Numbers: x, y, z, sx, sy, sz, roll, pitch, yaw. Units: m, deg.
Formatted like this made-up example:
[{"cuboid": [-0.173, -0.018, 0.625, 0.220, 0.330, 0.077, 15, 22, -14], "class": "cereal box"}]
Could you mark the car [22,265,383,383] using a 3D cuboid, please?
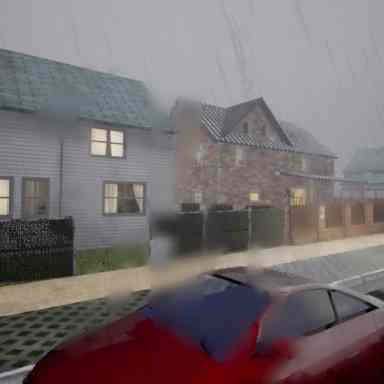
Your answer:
[{"cuboid": [0.535, 1.565, 3.448, 4.181, 1.385, 1.994, 0, 0, -35], "class": "car"}]
